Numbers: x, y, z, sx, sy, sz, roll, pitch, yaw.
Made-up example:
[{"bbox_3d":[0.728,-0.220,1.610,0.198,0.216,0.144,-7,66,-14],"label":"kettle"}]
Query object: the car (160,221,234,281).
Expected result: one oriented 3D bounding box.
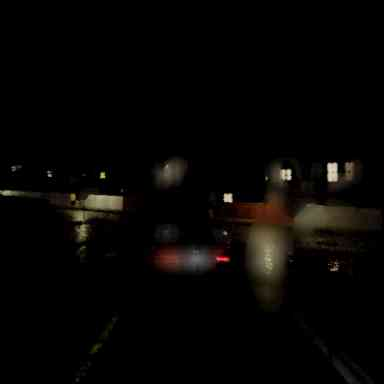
[{"bbox_3d":[0.127,1.559,9.885,2.033,1.411,5.357,0,0,0],"label":"car"}]
